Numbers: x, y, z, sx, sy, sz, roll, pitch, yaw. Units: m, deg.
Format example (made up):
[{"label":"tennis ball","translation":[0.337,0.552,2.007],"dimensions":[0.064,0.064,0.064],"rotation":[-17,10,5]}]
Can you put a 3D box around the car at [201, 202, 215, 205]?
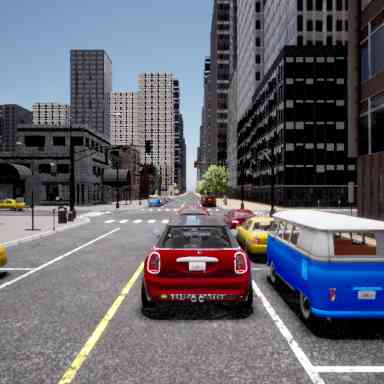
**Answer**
[{"label":"car","translation":[0.086,1.482,17.299],"dimensions":[1.882,1.535,5.008],"rotation":[0,0,0]}]

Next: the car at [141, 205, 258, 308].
[{"label":"car","translation":[0.093,1.352,8.093],"dimensions":[2.097,1.767,4.553],"rotation":[0,0,0]}]

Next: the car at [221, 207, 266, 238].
[{"label":"car","translation":[2.673,1.587,18.279],"dimensions":[1.802,1.307,4.206],"rotation":[0,0,0]}]

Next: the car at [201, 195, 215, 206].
[{"label":"car","translation":[2.641,1.380,56.191],"dimensions":[2.192,1.841,5.009],"rotation":[0,0,0]}]

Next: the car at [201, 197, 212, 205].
[{"label":"car","translation":[2.637,1.621,61.715],"dimensions":[1.887,1.381,4.507],"rotation":[0,0,0]}]

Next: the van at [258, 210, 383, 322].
[{"label":"van","translation":[2.682,1.341,6.952],"dimensions":[1.690,1.788,3.998],"rotation":[0,0,0]}]

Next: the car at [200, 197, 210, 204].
[{"label":"car","translation":[2.633,1.655,67.239],"dimensions":[1.947,1.339,4.313],"rotation":[0,0,0]}]

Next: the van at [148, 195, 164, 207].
[{"label":"van","translation":[-5.734,1.395,50.658],"dimensions":[1.690,1.788,3.998],"rotation":[0,0,0]}]

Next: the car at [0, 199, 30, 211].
[{"label":"car","translation":[-21.440,1.469,38.476],"dimensions":[4.829,1.417,1.752],"rotation":[0,0,0]}]

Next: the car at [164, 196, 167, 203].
[{"label":"car","translation":[-5.739,1.505,56.181],"dimensions":[1.967,1.590,4.097],"rotation":[0,0,0]}]

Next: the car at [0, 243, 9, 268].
[{"label":"car","translation":[-5.698,1.525,6.775],"dimensions":[1.752,1.417,4.829],"rotation":[0,0,0]}]

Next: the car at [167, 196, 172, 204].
[{"label":"car","translation":[-5.748,1.529,67.231],"dimensions":[1.967,1.590,4.097],"rotation":[0,0,0]}]

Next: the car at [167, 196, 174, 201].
[{"label":"car","translation":[-5.765,1.673,89.155],"dimensions":[1.752,1.417,4.829],"rotation":[0,0,0]}]

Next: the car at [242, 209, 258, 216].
[{"label":"car","translation":[2.677,1.527,12.786],"dimensions":[1.752,1.417,4.829],"rotation":[0,0,0]}]

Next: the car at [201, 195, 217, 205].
[{"label":"car","translation":[2.645,1.369,50.667],"dimensions":[2.192,1.841,5.009],"rotation":[0,0,0]}]
